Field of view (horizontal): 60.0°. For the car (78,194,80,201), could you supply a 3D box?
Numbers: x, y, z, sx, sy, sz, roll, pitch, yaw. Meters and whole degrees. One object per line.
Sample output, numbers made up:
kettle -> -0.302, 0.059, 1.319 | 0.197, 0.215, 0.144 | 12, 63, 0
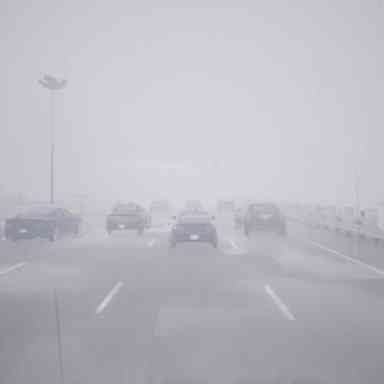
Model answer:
car -> -17.559, 1.267, 51.482 | 2.150, 2.045, 5.566 | 0, -1, 1

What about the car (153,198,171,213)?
car -> -3.403, 1.425, 35.954 | 2.128, 1.511, 4.902 | 0, 0, 0

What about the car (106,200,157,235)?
car -> -3.402, 1.445, 18.557 | 2.128, 1.511, 4.902 | 0, 0, 0

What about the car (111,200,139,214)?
car -> -6.903, 1.531, 34.669 | 1.895, 1.301, 4.718 | 0, 0, 0

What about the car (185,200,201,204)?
car -> 0.098, 1.477, 31.133 | 2.033, 1.411, 5.357 | 0, 0, 0

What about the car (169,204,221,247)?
car -> 0.084, 1.489, 14.618 | 1.812, 1.442, 4.674 | 0, 0, 0

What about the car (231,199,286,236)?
car -> 3.598, 1.305, 18.314 | 2.097, 1.767, 4.553 | 0, 0, 0

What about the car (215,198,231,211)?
car -> 3.597, 1.425, 35.944 | 2.128, 1.511, 4.902 | 0, 0, 0

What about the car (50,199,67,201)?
car -> -21.066, 1.629, 49.924 | 1.895, 1.301, 4.718 | 0, -1, 0

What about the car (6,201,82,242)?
car -> -6.902, 1.438, 16.055 | 1.882, 1.535, 5.008 | 0, 0, 0
